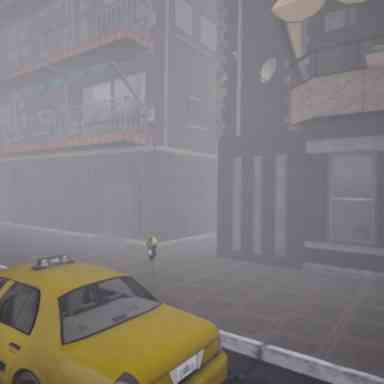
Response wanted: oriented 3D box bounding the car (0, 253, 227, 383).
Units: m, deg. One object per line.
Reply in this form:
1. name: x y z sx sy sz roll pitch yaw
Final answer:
1. car: -1.921 1.468 4.249 4.829 1.417 1.752 1 1 36
